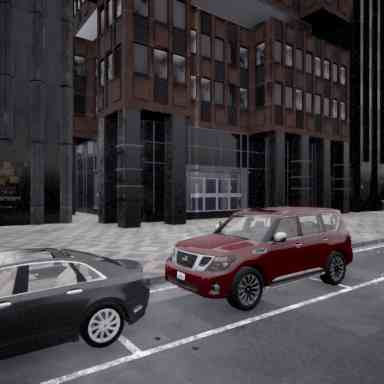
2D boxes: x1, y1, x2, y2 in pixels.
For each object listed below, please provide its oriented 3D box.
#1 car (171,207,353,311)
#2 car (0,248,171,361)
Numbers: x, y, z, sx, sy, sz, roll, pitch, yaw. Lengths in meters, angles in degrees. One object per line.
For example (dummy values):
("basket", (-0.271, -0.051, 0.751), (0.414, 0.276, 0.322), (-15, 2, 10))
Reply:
("car", (1.831, 1.315, 7.951), (5.009, 1.841, 2.192), (0, 0, -35))
("car", (-2.737, 1.551, 4.695), (4.403, 1.369, 2.008), (0, 0, -35))
